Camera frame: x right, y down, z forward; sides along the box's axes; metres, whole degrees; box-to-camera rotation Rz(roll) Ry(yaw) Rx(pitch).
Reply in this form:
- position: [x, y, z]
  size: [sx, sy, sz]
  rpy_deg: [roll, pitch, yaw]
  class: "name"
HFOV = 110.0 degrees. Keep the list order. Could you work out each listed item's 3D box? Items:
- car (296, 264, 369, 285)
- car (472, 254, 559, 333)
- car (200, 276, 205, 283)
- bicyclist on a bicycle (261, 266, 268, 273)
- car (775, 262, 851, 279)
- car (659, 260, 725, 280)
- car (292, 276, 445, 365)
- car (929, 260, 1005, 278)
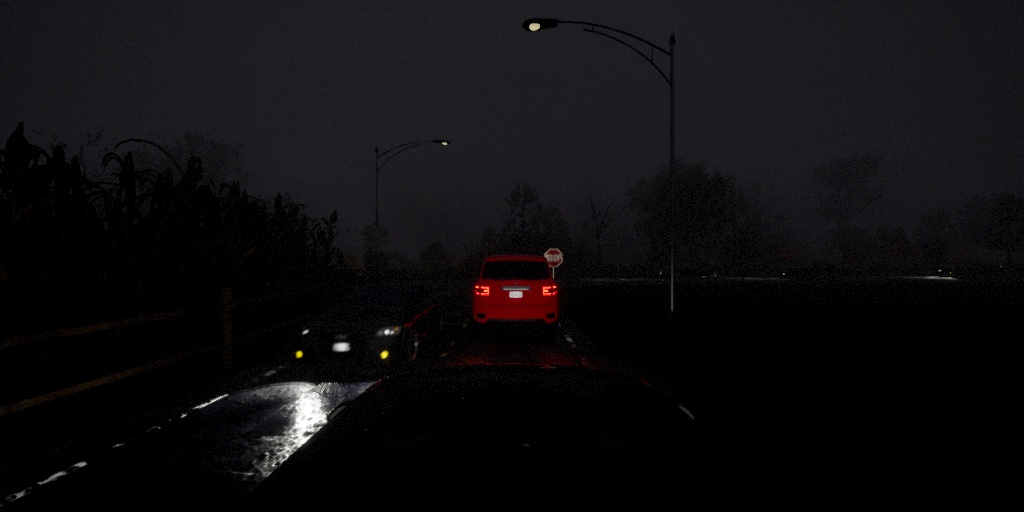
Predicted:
- position: [-13.130, 1.322, 26.392]
  size: [5.008, 1.535, 1.882]
  rpy_deg: [0, 0, 1]
  class: "car"
- position: [0.095, 0.971, 10.833]
  size: [2.150, 2.045, 5.566]
  rpy_deg: [0, 0, 0]
  class: "car"
- position: [-24.850, 1.483, 26.529]
  size: [5.357, 1.411, 2.033]
  rpy_deg: [0, 0, 1]
  class: "car"
- position: [-22.471, 1.346, 32.472]
  size: [0.582, 1.620, 1.656]
  rpy_deg: [0, 0, 1]
  class: "bicyclist on a bicycle"
- position: [24.138, 1.128, 28.912]
  size: [4.718, 1.301, 1.895]
  rpy_deg: [0, 0, 1]
  class: "car"
- position: [14.502, 1.100, 29.024]
  size: [4.902, 1.511, 2.128]
  rpy_deg: [0, 0, 1]
  class: "car"
- position: [-2.790, 1.313, 7.902]
  size: [1.994, 1.385, 4.181]
  rpy_deg: [0, 0, 1]
  class: "car"
- position: [36.362, 0.985, 28.757]
  size: [4.181, 1.385, 1.994]
  rpy_deg: [0, 0, 1]
  class: "car"
